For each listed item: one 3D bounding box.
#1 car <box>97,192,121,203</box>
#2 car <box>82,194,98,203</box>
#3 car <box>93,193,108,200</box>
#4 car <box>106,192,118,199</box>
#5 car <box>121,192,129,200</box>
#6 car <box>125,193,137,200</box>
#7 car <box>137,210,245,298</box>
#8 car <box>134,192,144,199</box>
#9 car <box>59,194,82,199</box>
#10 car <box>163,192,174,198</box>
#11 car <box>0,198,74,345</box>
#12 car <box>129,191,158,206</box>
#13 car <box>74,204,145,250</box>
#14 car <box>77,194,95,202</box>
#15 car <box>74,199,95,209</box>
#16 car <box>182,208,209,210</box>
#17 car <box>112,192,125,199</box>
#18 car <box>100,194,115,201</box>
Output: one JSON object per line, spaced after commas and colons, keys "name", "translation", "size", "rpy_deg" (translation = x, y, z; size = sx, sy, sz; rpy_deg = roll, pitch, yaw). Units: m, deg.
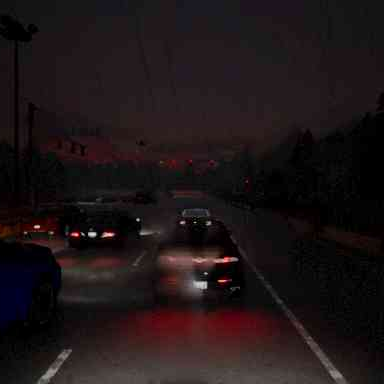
{"name": "car", "translation": [-13.744, 1.128, 55.371], "size": [1.812, 1.442, 4.674], "rpy_deg": [0, 0, 1]}
{"name": "car", "translation": [-17.221, 1.152, 57.341], "size": [1.994, 1.385, 4.181], "rpy_deg": [0, 0, 1]}
{"name": "car", "translation": [-20.528, 0.936, 74.916], "size": [1.882, 1.535, 5.008], "rpy_deg": [0, 0, 0]}
{"name": "car", "translation": [-20.460, 0.861, 85.135], "size": [1.882, 1.535, 5.008], "rpy_deg": [0, 0, 0]}
{"name": "car", "translation": [-13.637, 1.061, 64.434], "size": [1.812, 1.442, 4.674], "rpy_deg": [0, 0, 1]}
{"name": "car", "translation": [-13.531, 0.986, 74.455], "size": [1.812, 1.442, 4.674], "rpy_deg": [0, 0, 0]}
{"name": "car", "translation": [0.134, 1.439, 8.379], "size": [2.128, 1.511, 4.902], "rpy_deg": [0, 0, 0]}
{"name": "car", "translation": [-13.463, 0.864, 84.671], "size": [1.882, 1.535, 5.008], "rpy_deg": [0, 0, 0]}
{"name": "car", "translation": [-20.730, 1.078, 55.640], "size": [1.882, 1.535, 5.008], "rpy_deg": [0, 0, 2]}
{"name": "car", "translation": [-6.439, 0.715, 88.209], "size": [2.097, 1.767, 4.553], "rpy_deg": [0, 0, 0]}
{"name": "car", "translation": [-3.384, 1.205, 3.526], "size": [2.150, 2.045, 5.566], "rpy_deg": [0, 0, 0]}
{"name": "car", "translation": [-6.649, 0.877, 48.220], "size": [2.150, 2.045, 5.566], "rpy_deg": [1, 1, 11]}
{"name": "car", "translation": [-3.337, 1.456, 13.699], "size": [2.033, 1.411, 5.357], "rpy_deg": [0, 0, 0]}
{"name": "car", "translation": [-20.609, 1.132, 64.974], "size": [1.895, 1.301, 4.718], "rpy_deg": [0, 0, 1]}
{"name": "car", "translation": [-6.828, 1.361, 17.115], "size": [1.882, 1.535, 5.008], "rpy_deg": [0, 0, 0]}
{"name": "car", "translation": [0.190, 1.480, 17.709], "size": [1.895, 1.301, 4.718], "rpy_deg": [0, 0, 0]}
{"name": "car", "translation": [-17.011, 0.795, 77.449], "size": [2.097, 1.767, 4.553], "rpy_deg": [0, 0, 0]}
{"name": "car", "translation": [-17.079, 1.078, 67.317], "size": [1.994, 1.385, 4.181], "rpy_deg": [0, 0, 0]}
